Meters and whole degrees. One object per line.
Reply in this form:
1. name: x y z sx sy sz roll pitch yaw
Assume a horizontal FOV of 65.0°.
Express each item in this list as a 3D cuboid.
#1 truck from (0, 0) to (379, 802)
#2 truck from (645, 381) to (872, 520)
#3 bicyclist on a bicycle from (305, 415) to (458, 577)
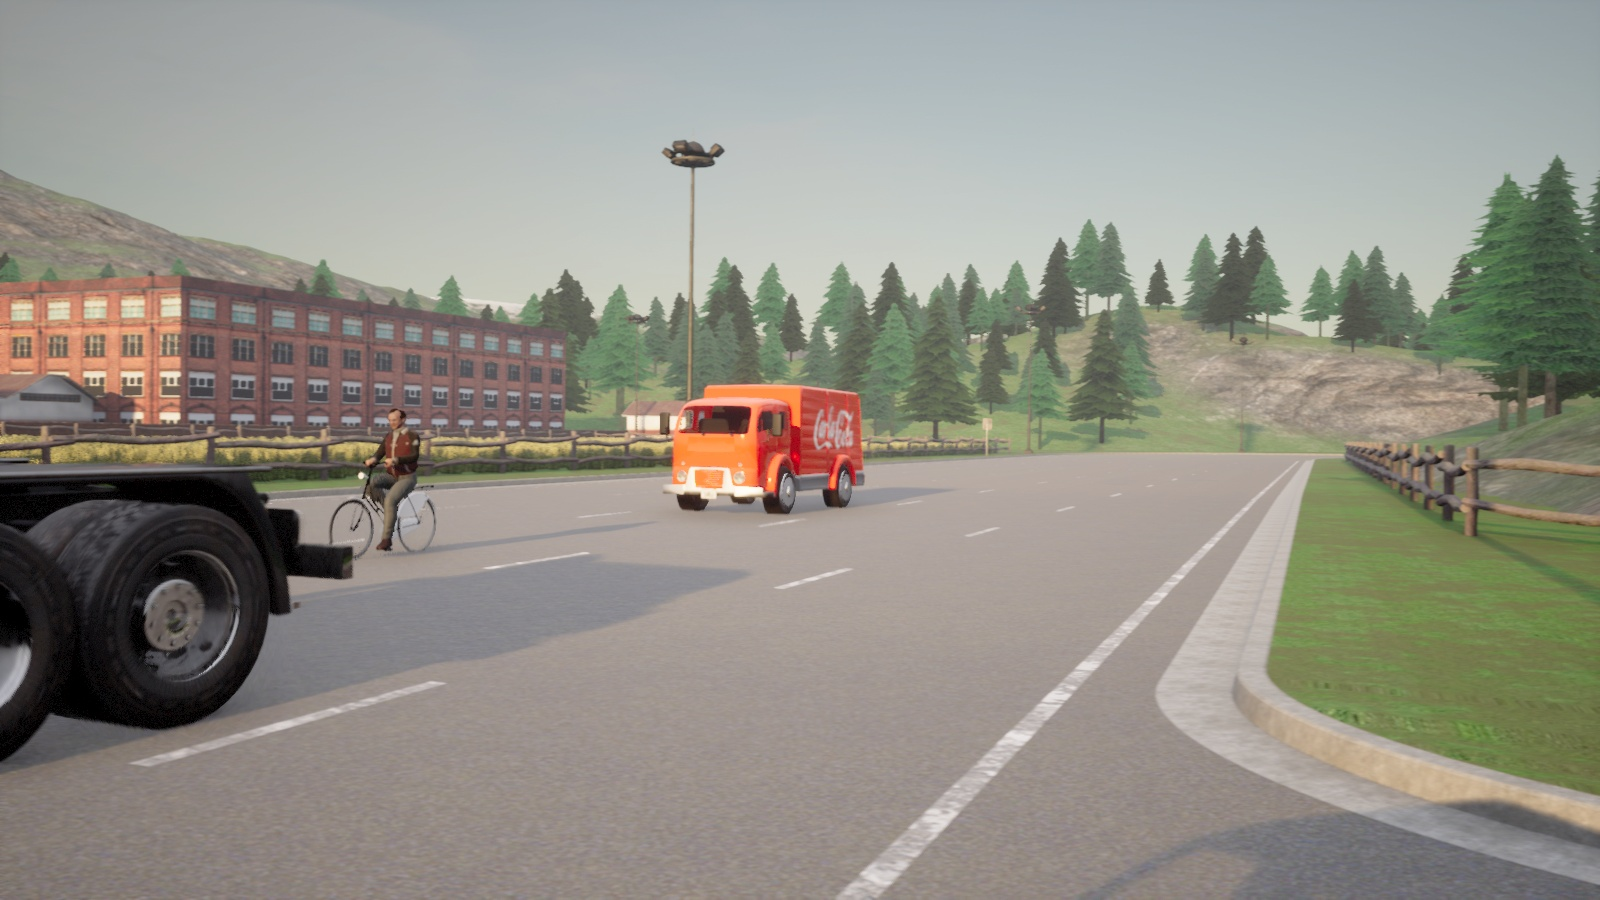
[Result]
1. truck: -5.368 -0.208 4.365 2.891 3.462 7.936 0 1 22
2. truck: -0.649 -0.030 25.120 2.627 2.467 5.204 0 1 22
3. bicyclist on a bicycle: -4.881 0.496 14.788 0.659 1.776 1.843 0 1 22
